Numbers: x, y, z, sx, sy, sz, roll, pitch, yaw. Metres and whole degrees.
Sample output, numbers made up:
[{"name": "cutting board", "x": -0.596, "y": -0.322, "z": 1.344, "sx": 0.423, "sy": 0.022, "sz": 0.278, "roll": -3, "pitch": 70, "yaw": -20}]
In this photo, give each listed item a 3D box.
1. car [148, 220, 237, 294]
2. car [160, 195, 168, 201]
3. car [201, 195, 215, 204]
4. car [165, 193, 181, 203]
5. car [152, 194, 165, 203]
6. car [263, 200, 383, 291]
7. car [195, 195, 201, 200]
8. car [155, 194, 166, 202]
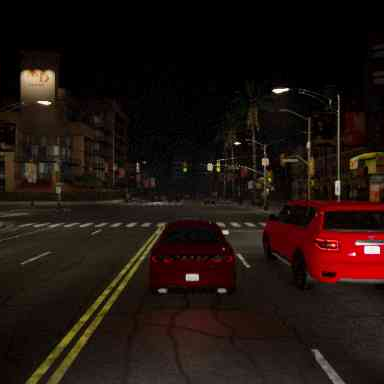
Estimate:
[{"name": "car", "x": 0.008, "y": 1.480, "z": 8.868, "sx": 1.882, "sy": 1.535, "sz": 5.008, "roll": 0, "pitch": 0, "yaw": 0}, {"name": "car", "x": -7.652, "y": 1.529, "z": 90.590, "sx": 1.837, "sy": 1.490, "sz": 4.892, "roll": 0, "pitch": 0, "yaw": 0}, {"name": "car", "x": 3.160, "y": 1.620, "z": 62.491, "sx": 1.895, "sy": 1.301, "sz": 4.718, "roll": 0, "pitch": 0, "yaw": 0}, {"name": "car", "x": -4.023, "y": 1.248, "z": 72.934, "sx": 2.150, "sy": 2.045, "sz": 5.566, "roll": 0, "pitch": 0, "yaw": 0}, {"name": "car", "x": -7.517, "y": 1.576, "z": 72.153, "sx": 1.994, "sy": 1.385, "sz": 4.181, "roll": 0, "pitch": 0, "yaw": 0}, {"name": "car", "x": 3.505, "y": 1.224, "z": 9.158, "sx": 2.150, "sy": 2.045, "sz": 5.566, "roll": 0, "pitch": 0, "yaw": 0}, {"name": "car", "x": 2.813, "y": 1.555, "z": 95.453, "sx": 2.128, "sy": 1.511, "sz": 4.902, "roll": 0, "pitch": 0, "yaw": 0}, {"name": "car", "x": -7.578, "y": 1.381, "z": 80.526, "sx": 2.097, "sy": 1.767, "sz": 4.553, "roll": 0, "pitch": 0, "yaw": 0}]
